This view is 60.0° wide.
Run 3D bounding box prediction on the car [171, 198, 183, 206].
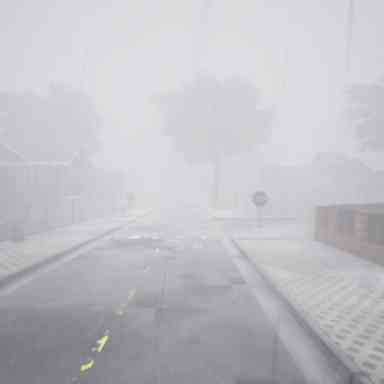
[{"bbox_3d":[-2.791,1.794,62.084,1.812,1.442,4.674,0,0,1],"label":"car"}]
